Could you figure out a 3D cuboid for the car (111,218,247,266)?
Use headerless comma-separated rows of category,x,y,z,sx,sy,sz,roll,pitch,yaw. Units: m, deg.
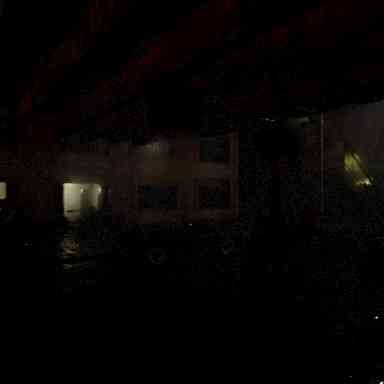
car,-0.349,1.623,11.732,4.718,1.301,1.895,0,0,-36

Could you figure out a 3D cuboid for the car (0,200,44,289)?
car,-6.338,1.222,7.395,5.566,2.045,2.435,0,0,-36
